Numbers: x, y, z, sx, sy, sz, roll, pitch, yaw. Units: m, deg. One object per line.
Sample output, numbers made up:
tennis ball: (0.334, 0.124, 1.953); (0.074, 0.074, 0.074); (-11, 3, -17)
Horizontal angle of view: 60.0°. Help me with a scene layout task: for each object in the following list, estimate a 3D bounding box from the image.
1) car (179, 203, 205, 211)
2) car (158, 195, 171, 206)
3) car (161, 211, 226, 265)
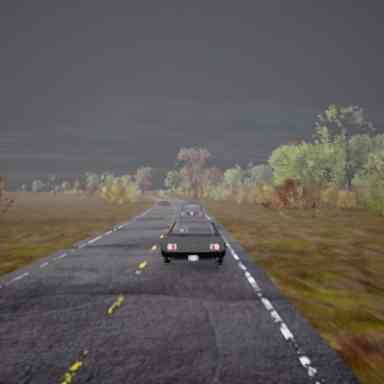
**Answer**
car: (-0.023, 1.489, 24.825); (2.033, 1.411, 5.357); (0, 0, 0)
car: (-4.336, 1.235, 52.844); (2.097, 1.767, 4.553); (0, 0, -4)
car: (0.059, 1.573, 11.607); (1.895, 1.301, 4.718); (0, 0, 0)
